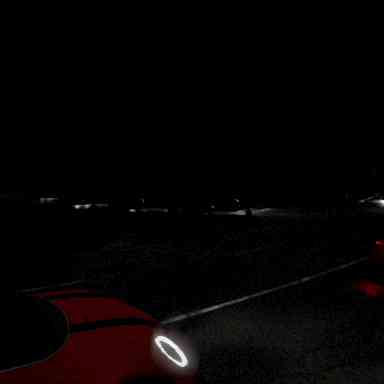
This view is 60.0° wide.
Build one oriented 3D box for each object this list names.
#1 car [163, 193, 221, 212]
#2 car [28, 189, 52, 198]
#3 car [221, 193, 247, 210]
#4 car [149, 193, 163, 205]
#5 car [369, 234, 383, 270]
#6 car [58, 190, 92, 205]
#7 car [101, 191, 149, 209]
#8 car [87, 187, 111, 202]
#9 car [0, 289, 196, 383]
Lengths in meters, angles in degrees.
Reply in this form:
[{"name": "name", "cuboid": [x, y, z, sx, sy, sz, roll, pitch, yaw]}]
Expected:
[{"name": "car", "cuboid": [-0.049, 1.115, 32.322, 4.902, 1.511, 2.128, 0, 2, 36]}, {"name": "car", "cuboid": [-25.285, 0.220, 55.208, 4.718, 1.301, 1.895, 3, 4, 36]}, {"name": "car", "cuboid": [3.356, 0.854, 34.188, 4.553, 1.767, 2.097, 0, 2, 35]}, {"name": "car", "cuboid": [-3.769, 0.954, 39.379, 4.892, 1.490, 1.837, 1, 3, 36]}, {"name": "car", "cuboid": [6.848, 1.451, 9.615, 4.181, 1.385, 1.994, -2, 1, -41]}, {"name": "car", "cuboid": [-15.755, 0.784, 43.815, 4.892, 1.490, 1.837, 2, 3, 36]}, {"name": "car", "cuboid": [-7.727, 1.012, 37.939, 5.008, 1.535, 1.882, 1, 3, 36]}, {"name": "car", "cuboid": [-12.380, 0.431, 45.669, 5.566, 2.045, 2.150, 3, 3, 36]}, {"name": "car", "cuboid": [-2.156, 1.354, 2.406, 4.553, 1.767, 2.097, 0, 0, -35]}]
